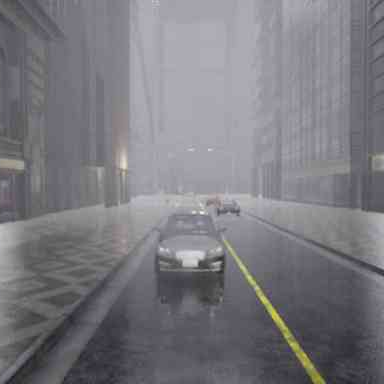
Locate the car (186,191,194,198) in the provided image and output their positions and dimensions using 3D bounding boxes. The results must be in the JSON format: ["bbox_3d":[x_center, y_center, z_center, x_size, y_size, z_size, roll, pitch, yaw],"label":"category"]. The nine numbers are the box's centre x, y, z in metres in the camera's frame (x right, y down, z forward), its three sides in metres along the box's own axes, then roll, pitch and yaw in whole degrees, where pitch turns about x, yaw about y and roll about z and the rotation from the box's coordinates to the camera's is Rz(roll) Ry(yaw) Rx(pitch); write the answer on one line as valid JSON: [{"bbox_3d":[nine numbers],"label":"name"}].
[{"bbox_3d":[-0.468,0.540,86.353,2.097,1.767,4.553,0,1,0],"label":"car"}]

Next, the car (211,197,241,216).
[{"bbox_3d":[2.908,1.331,28.421,1.895,1.301,4.718,0,1,0],"label":"car"}]

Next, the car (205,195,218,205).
[{"bbox_3d":[2.828,1.100,45.056,1.812,1.442,4.674,0,0,0],"label":"car"}]

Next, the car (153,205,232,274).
[{"bbox_3d":[-0.057,1.391,10.298,2.128,1.511,4.902,0,1,0],"label":"car"}]
